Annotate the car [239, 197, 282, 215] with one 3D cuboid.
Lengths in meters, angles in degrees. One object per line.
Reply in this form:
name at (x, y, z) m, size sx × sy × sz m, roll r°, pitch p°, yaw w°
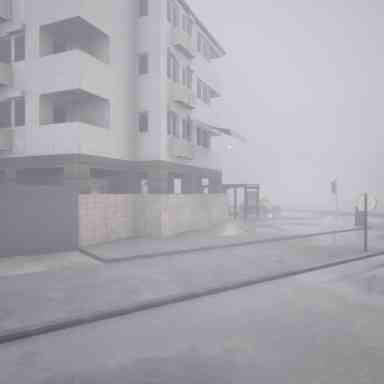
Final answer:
car at (7.040, 1.352, 34.508) m, size 2.097 × 1.767 × 4.553 m, roll 0°, pitch 0°, yaw -36°
